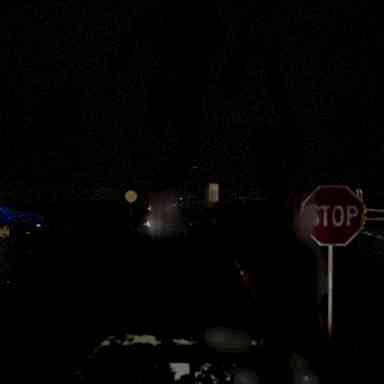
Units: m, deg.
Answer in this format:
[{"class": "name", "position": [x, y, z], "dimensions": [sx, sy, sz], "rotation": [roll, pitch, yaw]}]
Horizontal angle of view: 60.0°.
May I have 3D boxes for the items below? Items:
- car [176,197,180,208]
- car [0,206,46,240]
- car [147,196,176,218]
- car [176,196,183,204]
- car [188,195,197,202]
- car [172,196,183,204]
[{"class": "car", "position": [-2.809, 1.580, 39.066], "dimensions": [1.895, 1.301, 4.718], "rotation": [0, 0, 0]}, {"class": "car", "position": [-9.938, 1.489, 16.780], "dimensions": [5.008, 1.535, 1.882], "rotation": [0, 0, 12]}, {"class": "car", "position": [-2.767, 1.340, 29.737], "dimensions": [2.097, 1.767, 4.553], "rotation": [0, 0, -1]}, {"class": "car", "position": [-2.783, 1.570, 49.161], "dimensions": [1.895, 1.301, 4.718], "rotation": [0, 0, 0]}, {"class": "car", "position": [0.068, 1.438, 72.070], "dimensions": [1.837, 1.490, 4.892], "rotation": [0, 0, 0]}, {"class": "car", "position": [-2.712, 1.515, 63.933], "dimensions": [1.994, 1.385, 4.181], "rotation": [0, 0, 0]}]
